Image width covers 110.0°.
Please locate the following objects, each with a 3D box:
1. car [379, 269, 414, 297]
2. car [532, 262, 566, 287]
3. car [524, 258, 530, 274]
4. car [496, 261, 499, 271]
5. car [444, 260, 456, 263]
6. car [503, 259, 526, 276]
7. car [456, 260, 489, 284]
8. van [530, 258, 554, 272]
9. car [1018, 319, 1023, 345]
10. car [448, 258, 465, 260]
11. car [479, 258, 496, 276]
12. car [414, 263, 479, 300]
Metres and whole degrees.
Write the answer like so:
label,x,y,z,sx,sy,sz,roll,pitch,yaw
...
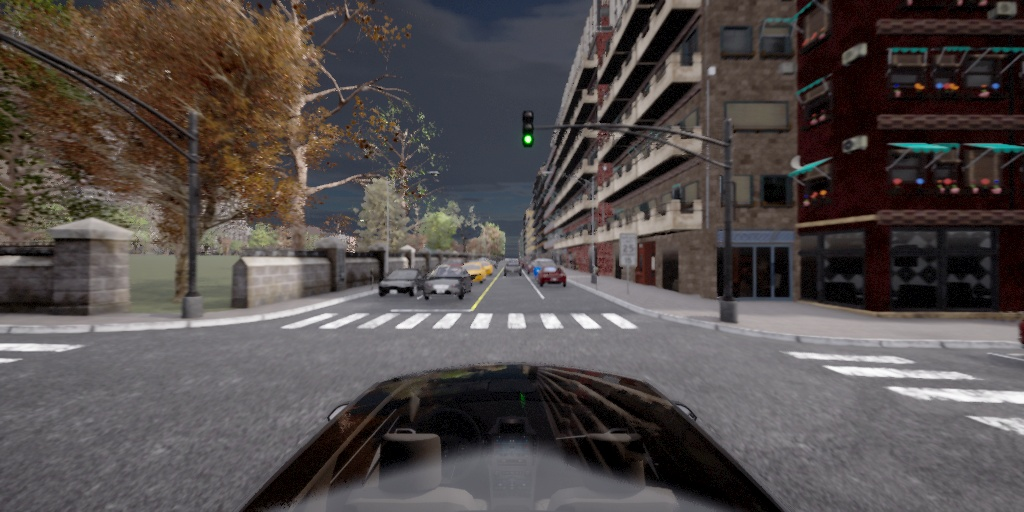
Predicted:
label,x,y,z,sx,sy,sz,roll,pitch,yaw
car,-5.691,1.353,19.366,1.948,1.339,4.313,0,0,0
car,2.689,1.345,24.997,1.888,1.381,4.507,0,0,0
car,2.689,1.286,41.887,1.967,1.591,4.097,0,0,0
car,-3.003,1.382,53.500,1.837,1.490,4.892,0,0,0
car,-5.691,1.340,30.457,1.751,1.417,4.829,0,0,0
car,0.096,1.328,38.732,2.128,1.511,4.902,0,0,0
car,-3.086,1.286,28.220,1.882,1.535,5.008,0,0,0
van,2.690,1.155,30.627,1.690,1.789,3.998,0,0,0
car,13.449,1.357,7.026,5.009,1.841,2.192,0,0,-1
car,-5.692,1.145,36.257,2.192,1.841,5.009,0,0,0
car,-3.068,1.314,38.414,1.882,1.535,5.008,0,0,0
car,-3.093,1.275,18.047,2.128,1.511,4.902,0,0,0
